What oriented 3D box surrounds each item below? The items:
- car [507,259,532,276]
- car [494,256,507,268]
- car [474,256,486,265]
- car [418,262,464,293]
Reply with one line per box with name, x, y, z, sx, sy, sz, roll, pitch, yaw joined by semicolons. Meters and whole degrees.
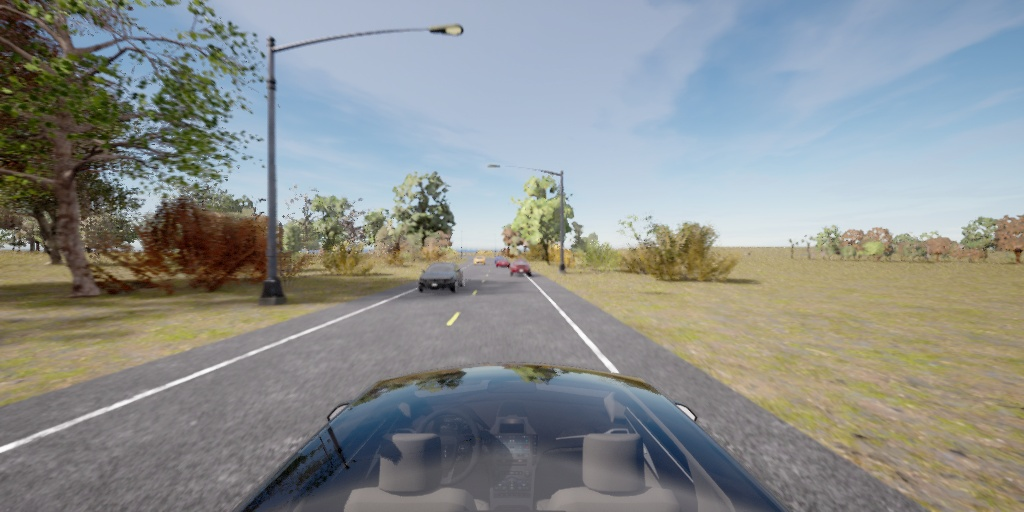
car;0.713;1.040;32.448;1.812;1.442;4.674;0;0;-2
car;-1.316;0.924;51.648;1.994;1.385;4.181;0;1;-3
car;-5.443;0.763;60.955;1.882;1.535;5.008;0;1;-3
car;-3.784;1.100;19.798;1.882;1.535;5.008;0;0;-1
